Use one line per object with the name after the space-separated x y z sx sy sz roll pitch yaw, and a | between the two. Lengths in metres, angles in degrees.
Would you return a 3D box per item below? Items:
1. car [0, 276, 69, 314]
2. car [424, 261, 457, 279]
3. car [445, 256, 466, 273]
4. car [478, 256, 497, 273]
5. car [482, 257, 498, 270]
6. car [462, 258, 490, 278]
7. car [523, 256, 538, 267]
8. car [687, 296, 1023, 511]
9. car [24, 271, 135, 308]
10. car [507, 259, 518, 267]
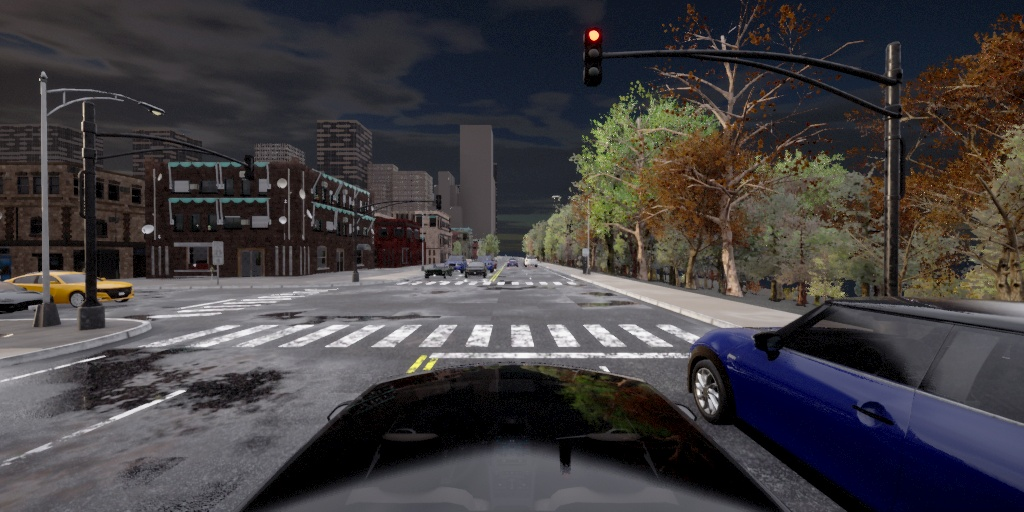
-19.946 1.564 13.347 4.313 1.339 1.948 0 0 0 | car
-6.598 1.341 32.772 1.895 1.301 4.718 0 0 0 | car
-6.579 0.957 42.530 2.150 2.045 5.566 0 0 0 | car
-3.338 0.957 44.035 2.150 2.045 5.566 0 0 0 | car
-3.327 1.083 54.306 2.097 1.767 4.553 0 0 0 | car
-3.344 1.217 34.003 1.882 1.535 5.008 0 0 -2 | car
3.358 0.948 63.696 2.150 2.045 5.566 0 0 0 | car
3.351 1.102 2.888 2.097 1.767 4.553 0 0 0 | car
-20.008 1.450 16.042 5.008 1.535 1.882 -1 1 -1 | car
0.105 1.252 64.545 1.812 1.442 4.674 0 0 0 | car
